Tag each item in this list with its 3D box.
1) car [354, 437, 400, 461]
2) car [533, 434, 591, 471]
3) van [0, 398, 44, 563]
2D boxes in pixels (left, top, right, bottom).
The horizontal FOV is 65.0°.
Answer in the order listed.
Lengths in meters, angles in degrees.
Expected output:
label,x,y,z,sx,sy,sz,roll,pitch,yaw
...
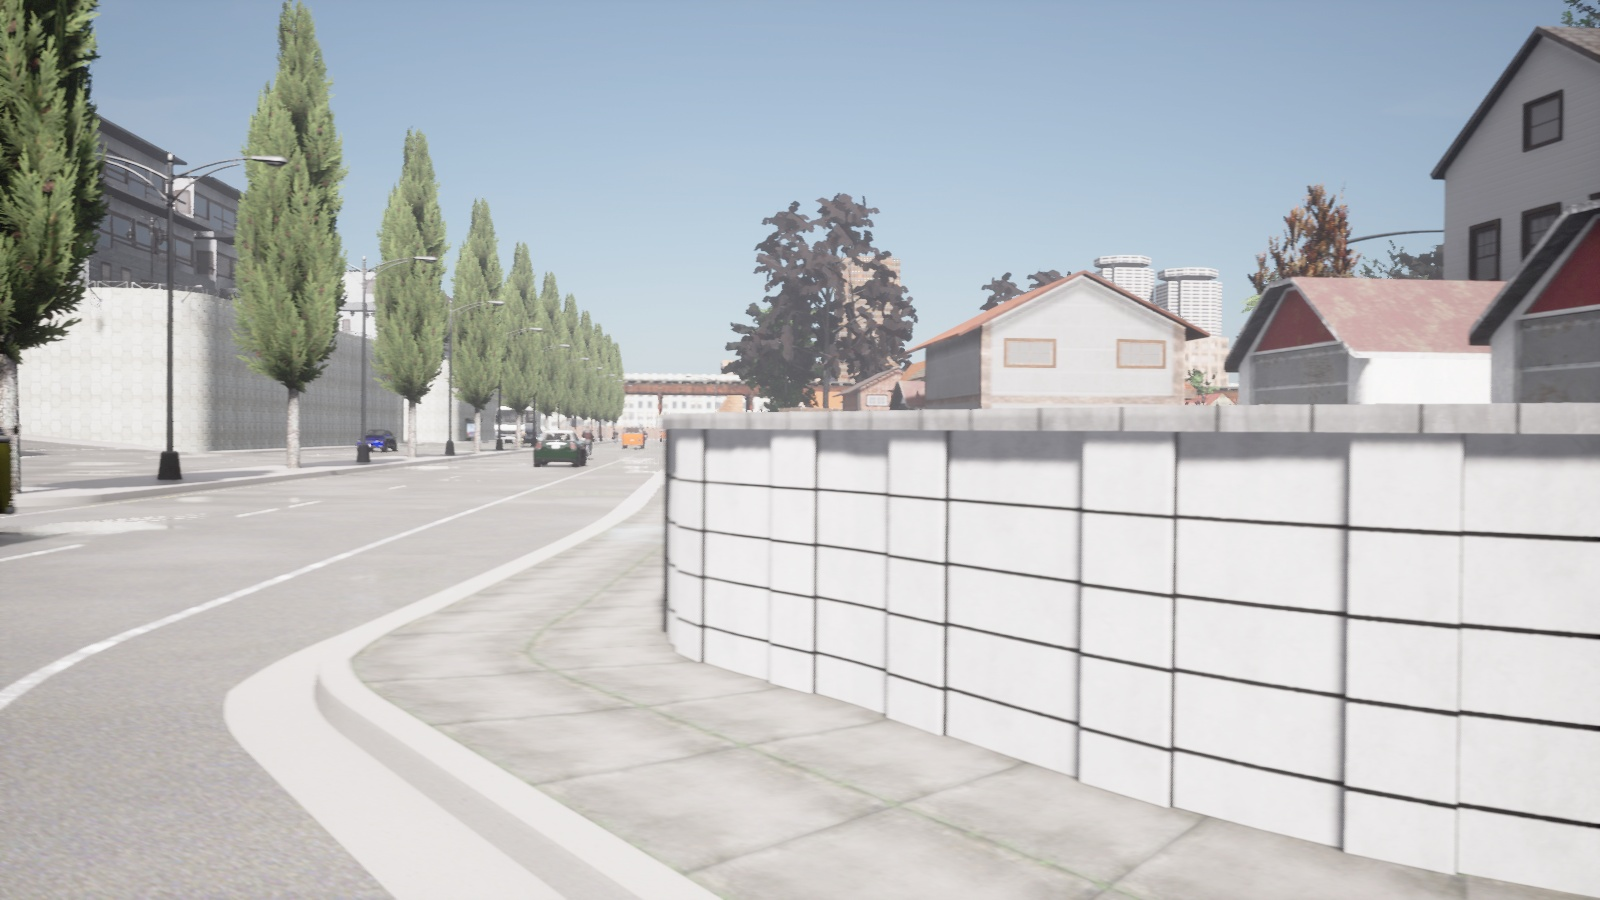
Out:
label,x,y,z,sx,sy,sz,roll,pitch,yaw
car,-27.077,-0.103,80.547,1.816,1.474,4.193,-1,1,-4
car,-9.873,0.077,52.297,1.970,1.475,3.806,-1,1,-4
van,-10.390,0.390,13.837,1.775,1.987,4.442,-1,1,-6
